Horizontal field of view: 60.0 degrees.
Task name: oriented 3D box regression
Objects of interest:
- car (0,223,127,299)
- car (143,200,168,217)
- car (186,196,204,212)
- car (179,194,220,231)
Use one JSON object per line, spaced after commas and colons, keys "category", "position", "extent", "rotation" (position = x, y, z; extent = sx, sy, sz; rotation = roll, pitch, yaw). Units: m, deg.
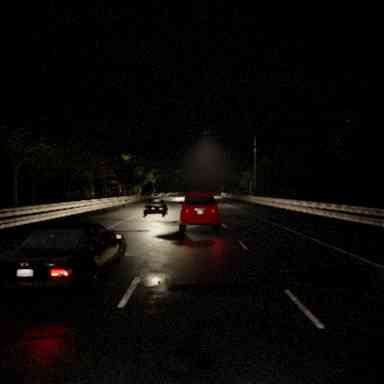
{"category": "car", "position": [-3.035, 1.497, 8.522], "extent": [2.033, 1.411, 5.357], "rotation": [0, 0, 0]}
{"category": "car", "position": [-3.142, 1.391, 29.258], "extent": [2.033, 1.411, 5.357], "rotation": [0, 0, 0]}
{"category": "car", "position": [0.314, 1.285, 37.931], "extent": [1.882, 1.535, 5.008], "rotation": [0, 1, 0]}
{"category": "car", "position": [0.409, 1.123, 19.831], "extent": [2.150, 2.045, 5.566], "rotation": [0, 0, 0]}
